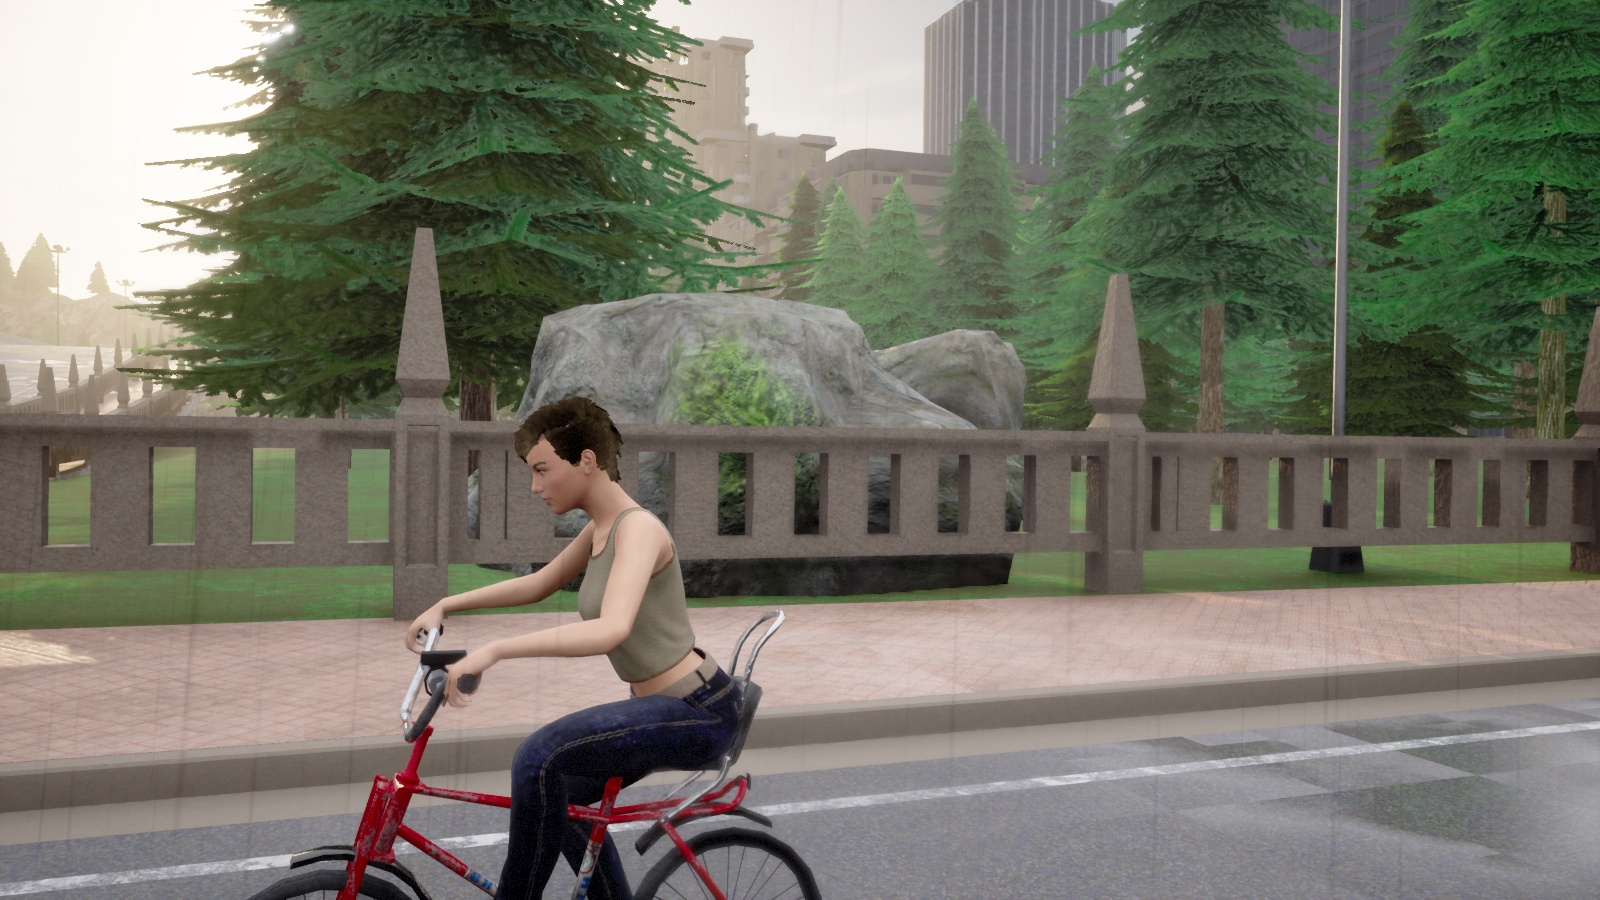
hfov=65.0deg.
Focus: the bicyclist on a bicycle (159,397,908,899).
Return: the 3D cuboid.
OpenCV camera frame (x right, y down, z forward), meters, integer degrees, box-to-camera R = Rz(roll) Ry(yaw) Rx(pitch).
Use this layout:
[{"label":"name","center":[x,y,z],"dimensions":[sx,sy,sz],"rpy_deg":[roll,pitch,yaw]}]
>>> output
[{"label":"bicyclist on a bicycle","center":[-0.616,0.692,2.999],"dimensions":[1.509,1.612,0.866],"rpy_deg":[-1,1,-20]}]
